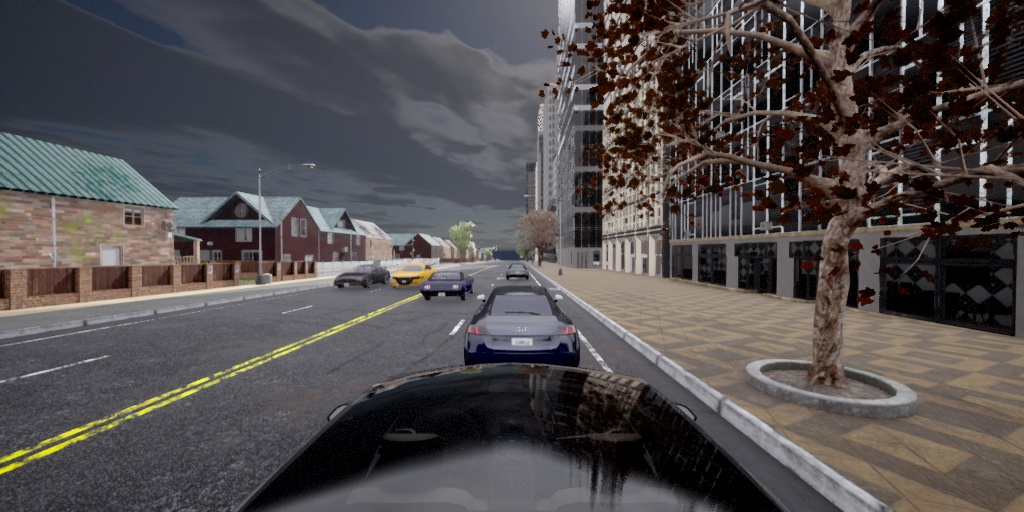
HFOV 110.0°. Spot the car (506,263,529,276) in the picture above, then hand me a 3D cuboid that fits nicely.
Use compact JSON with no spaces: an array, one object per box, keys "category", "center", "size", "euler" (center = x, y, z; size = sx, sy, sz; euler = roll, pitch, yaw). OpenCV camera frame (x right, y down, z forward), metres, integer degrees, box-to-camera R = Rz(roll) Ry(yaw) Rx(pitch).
[{"category":"car","center":[0.478,1.334,31.713],"size":[1.994,1.385,4.181],"euler":[0,0,1]}]

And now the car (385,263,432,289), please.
[{"category":"car","center":[-6.316,1.235,23.517],"size":[1.882,1.535,5.008],"euler":[0,0,1]}]

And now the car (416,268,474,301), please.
[{"category":"car","center":[-2.955,1.353,17.436],"size":[1.895,1.301,4.718],"euler":[0,0,1]}]

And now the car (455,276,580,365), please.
[{"category":"car","center":[0.174,1.313,7.618],"size":[1.994,1.385,4.181],"euler":[0,0,0]}]

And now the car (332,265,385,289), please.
[{"category":"car","center":[-9.577,1.305,23.482],"size":[2.033,1.411,5.357],"euler":[0,0,1]}]
